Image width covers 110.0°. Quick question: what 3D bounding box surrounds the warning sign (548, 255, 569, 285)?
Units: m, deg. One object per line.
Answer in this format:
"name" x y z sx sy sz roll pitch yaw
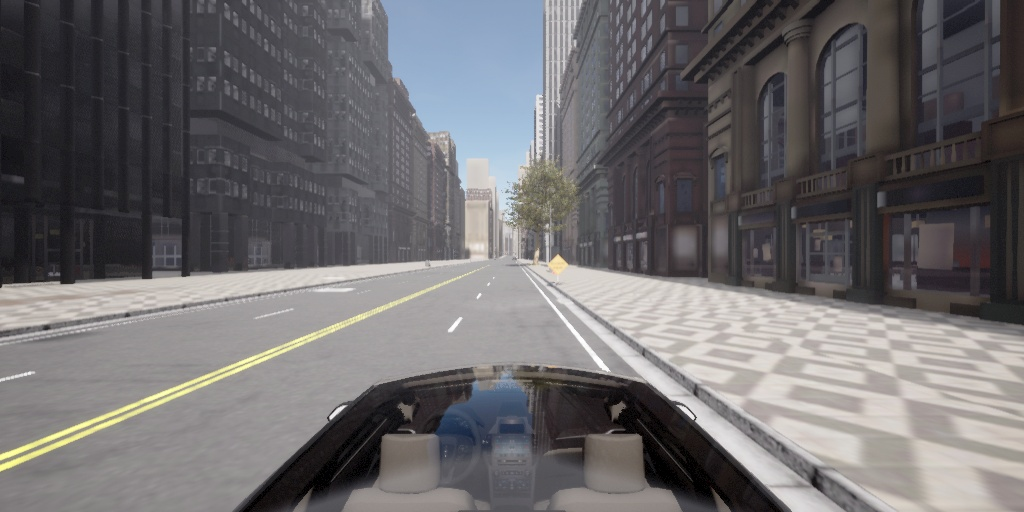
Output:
"warning sign" 2.850 0.850 22.204 1.300 1.860 1.060 0 0 0
